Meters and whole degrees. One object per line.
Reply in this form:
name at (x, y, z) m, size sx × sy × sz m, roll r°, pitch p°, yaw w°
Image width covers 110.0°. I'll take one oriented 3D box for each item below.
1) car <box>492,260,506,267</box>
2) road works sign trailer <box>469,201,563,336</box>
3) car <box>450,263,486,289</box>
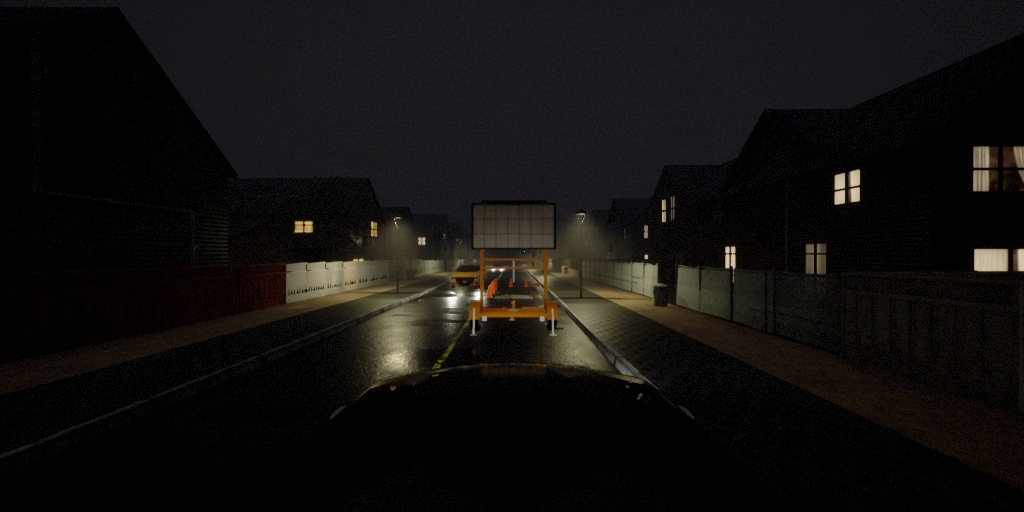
car at (-2.509, 1.564, 63.499) m, size 1.895 × 1.301 × 4.718 m, roll 0°, pitch 0°, yaw 1°
road works sign trailer at (0.048, 0.214, 10.396) m, size 2.380 × 3.560 × 2.880 m, roll 0°, pitch 0°, yaw 1°
car at (-2.744, 1.244, 23.323) m, size 1.882 × 1.535 × 5.008 m, roll 0°, pitch 0°, yaw 0°
